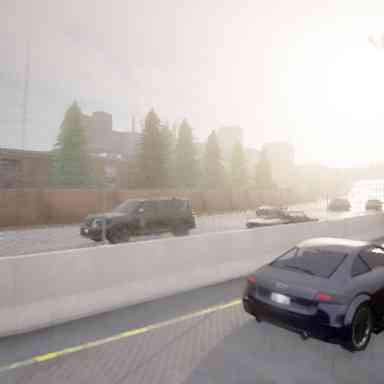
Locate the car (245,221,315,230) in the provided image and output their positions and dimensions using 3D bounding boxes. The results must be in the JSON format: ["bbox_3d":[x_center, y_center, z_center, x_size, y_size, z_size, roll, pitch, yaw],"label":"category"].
[{"bbox_3d":[4.817,1.656,17.598,1.895,1.301,4.718,0,0,45],"label":"car"}]

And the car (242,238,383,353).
[{"bbox_3d":[2.899,1.582,6.289,4.181,1.385,1.994,0,0,-39],"label":"car"}]

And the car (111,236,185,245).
[{"bbox_3d":[-2.322,1.285,15.739,5.566,2.045,2.150,0,0,-41],"label":"car"}]
